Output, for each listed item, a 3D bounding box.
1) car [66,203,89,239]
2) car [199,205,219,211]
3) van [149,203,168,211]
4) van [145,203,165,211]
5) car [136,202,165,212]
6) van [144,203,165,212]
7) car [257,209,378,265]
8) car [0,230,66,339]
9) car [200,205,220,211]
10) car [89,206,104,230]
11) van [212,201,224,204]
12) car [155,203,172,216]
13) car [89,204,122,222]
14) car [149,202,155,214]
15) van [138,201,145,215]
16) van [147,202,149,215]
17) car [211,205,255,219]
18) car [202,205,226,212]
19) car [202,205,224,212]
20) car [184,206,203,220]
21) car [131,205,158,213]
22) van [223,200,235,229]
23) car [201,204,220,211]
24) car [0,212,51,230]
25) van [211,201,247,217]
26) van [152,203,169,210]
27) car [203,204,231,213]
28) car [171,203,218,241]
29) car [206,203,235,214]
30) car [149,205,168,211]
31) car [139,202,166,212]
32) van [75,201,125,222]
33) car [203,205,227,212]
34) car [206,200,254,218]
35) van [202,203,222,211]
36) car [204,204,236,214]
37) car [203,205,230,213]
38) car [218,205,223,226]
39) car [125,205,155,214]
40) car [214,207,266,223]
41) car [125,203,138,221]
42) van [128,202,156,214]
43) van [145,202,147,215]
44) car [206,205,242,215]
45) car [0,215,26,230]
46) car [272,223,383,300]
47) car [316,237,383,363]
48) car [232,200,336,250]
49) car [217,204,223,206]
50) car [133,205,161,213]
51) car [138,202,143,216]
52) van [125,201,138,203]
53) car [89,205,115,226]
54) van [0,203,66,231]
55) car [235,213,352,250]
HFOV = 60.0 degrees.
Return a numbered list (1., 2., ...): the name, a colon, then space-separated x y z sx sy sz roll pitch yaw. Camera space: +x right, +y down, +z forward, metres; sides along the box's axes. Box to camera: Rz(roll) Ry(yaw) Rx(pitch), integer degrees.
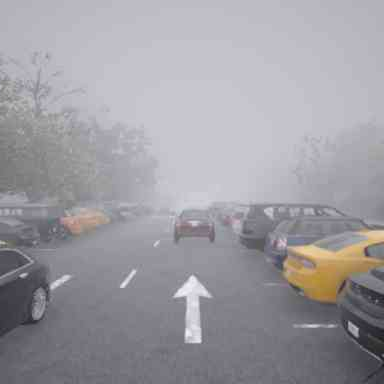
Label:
1. car: -8.488 1.683 18.466 4.553 1.767 2.185 0 -1 0
2. car: 4.450 4.104 87.589 5.366 1.575 1.946 0 -3 0
3. van: -8.341 3.649 82.148 4.442 1.987 1.878 0 -2 0
4. van: -8.572 3.437 76.596 4.442 1.987 1.878 0 -2 0
5. car: -8.437 3.098 68.293 5.566 2.045 2.435 0 -2 0
6. van: -8.342 3.332 73.827 4.442 1.987 1.878 0 -2 0
7. car: 4.520 1.509 9.932 4.553 1.767 2.185 0 -1 0
8. car: -3.595 1.558 4.475 1.837 1.490 4.892 0 -1 0
9. car: 4.639 3.991 84.823 4.892 1.521 2.231 0 -3 0
10. car: -8.511 1.865 21.108 5.008 1.535 2.097 0 -1 0
11. van: 4.695 1.946 34.909 4.442 1.987 1.878 0 -1 0
12. car: -3.533 2.394 46.325 2.097 1.767 4.553 0 -2 0
13. car: -8.504 1.989 26.773 4.892 1.521 2.231 0 -1 0
14. car: -8.458 2.362 48.789 5.566 2.045 2.435 0 -2 0
15. van: -8.378 2.074 40.476 4.442 1.987 1.878 0 -2 0
16. van: -8.606 2.283 46.020 4.442 1.987 1.878 0 -2 0
17. car: 4.552 2.262 37.685 4.792 1.488 2.163 0 -2 0
18. car: 4.647 3.488 70.951 4.792 1.488 2.163 0 -2 0
19. car: 4.650 3.593 73.725 4.792 1.488 2.163 0 -2 0
20. car: 0.141 2.297 36.921 1.994 1.385 4.181 0 -1 0
21. car: -8.477 3.071 59.851 4.674 1.452 2.002 0 -2 0
22. van: 4.447 1.646 21.032 4.442 1.987 1.878 0 -1 0
23. car: 4.599 3.754 82.051 4.553 1.767 2.185 0 -2 0
24. car: -8.519 1.689 12.924 4.892 1.521 2.231 0 -1 0
25. van: 4.704 2.186 43.218 4.442 1.987 1.878 0 -2 0
26. van: -8.558 3.993 90.304 4.442 1.987 1.878 0 -3 0
27. car: 4.797 3.246 65.403 5.366 1.575 1.946 0 -2 0
28. car: 0.122 1.691 18.691 2.097 1.767 4.553 0 -1 0
29. car: 4.631 2.705 54.311 4.553 1.767 2.185 0 -2 0
30. car: -8.476 4.014 84.888 4.792 1.488 2.163 0 -2 0
31. car: -8.434 3.203 71.061 5.566 2.045 2.435 0 -2 0
32. van: -8.624 1.822 29.548 4.442 1.987 1.878 0 -1 0
33. car: 4.644 3.383 68.176 4.792 1.488 2.163 0 -2 0
34. car: 4.556 2.056 40.445 5.566 2.045 2.435 0 -2 0
35. van: 4.507 3.442 76.509 4.442 1.987 1.878 0 -2 0
36. car: 4.788 2.932 57.081 5.366 1.575 1.946 0 -2 0
37. car: 4.602 3.145 62.629 4.892 1.521 2.231 0 -2 0
38. car: 4.561 1.932 23.802 5.008 1.535 2.097 0 -1 0
39. car: -8.478 2.867 54.440 4.674 1.452 2.002 0 -2 0
40. car: 4.573 2.152 32.128 4.674 1.452 2.002 0 -1 0
41. car: -8.320 2.105 32.313 5.366 1.575 1.946 0 -1 0
42. van: -8.594 2.701 57.093 4.442 1.987 1.878 0 -2 0
43. van: -8.608 2.183 43.377 4.442 1.987 1.878 0 -2 0
44. car: 4.599 2.621 48.758 5.008 1.535 2.097 0 -2 0
45. car: -8.343 1.627 10.158 5.366 1.575 1.946 0 -1 0
46. car: 4.542 1.582 7.153 5.008 1.535 2.097 0 -1 0
47. car: 4.540 1.538 4.381 4.892 1.521 2.231 0 -1 0
48. car: 4.583 1.441 12.706 5.566 2.045 2.435 0 -1 0
49. car: 4.602 2.082 29.351 4.792 1.488 2.163 0 -1 0
50. car: -8.466 3.140 62.746 5.008 1.535 2.097 0 -2 0
51. car: -8.503 2.228 37.850 5.008 1.535 2.097 0 -1 0
52. van: -8.384 1.942 35.086 4.442 1.987 1.878 0 -1 0
53. car: -8.508 1.928 24.004 5.008 1.535 2.097 0 -1 0
54. van: -8.639 1.522 15.700 4.442 1.987 1.878 0 -1 0
55. car: 4.528 1.781 15.476 4.792 1.488 2.163 0 -1 0
